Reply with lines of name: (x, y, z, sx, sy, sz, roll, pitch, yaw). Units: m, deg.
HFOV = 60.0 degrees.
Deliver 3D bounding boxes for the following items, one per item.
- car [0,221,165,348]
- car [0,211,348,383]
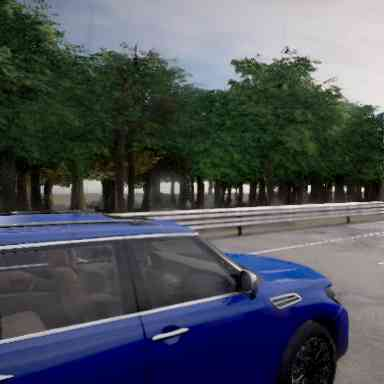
car: (-3.126, 1.486, 5.815, 4.902, 1.511, 2.128, 0, 0, -36)
car: (-0.843, 1.214, 3.144, 5.566, 2.045, 2.150, 0, 0, -35)
